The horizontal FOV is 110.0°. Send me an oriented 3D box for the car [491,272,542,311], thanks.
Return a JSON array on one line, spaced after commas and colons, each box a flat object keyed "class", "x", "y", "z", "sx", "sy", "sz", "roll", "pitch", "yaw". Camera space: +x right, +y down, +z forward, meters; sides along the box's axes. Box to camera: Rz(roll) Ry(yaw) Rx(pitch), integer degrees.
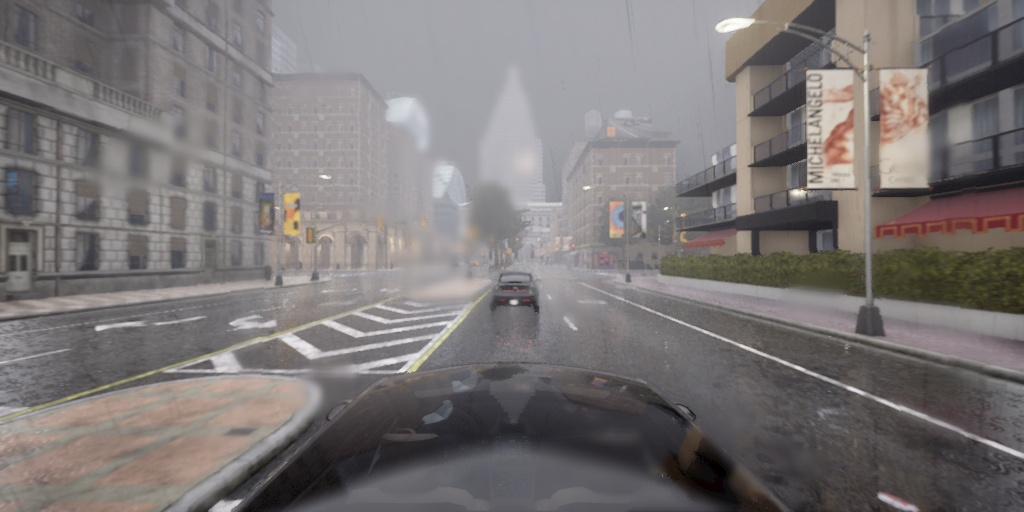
[{"class": "car", "x": 0.177, "y": 1.388, "z": 15.094, "sx": 1.837, "sy": 1.490, "sz": 4.892, "roll": 0, "pitch": 0, "yaw": 2}]
